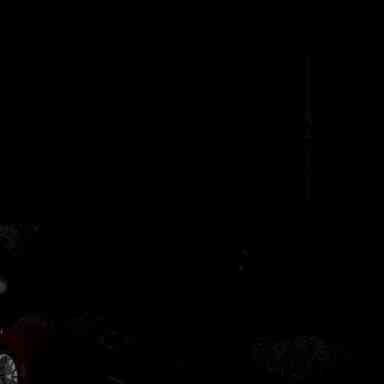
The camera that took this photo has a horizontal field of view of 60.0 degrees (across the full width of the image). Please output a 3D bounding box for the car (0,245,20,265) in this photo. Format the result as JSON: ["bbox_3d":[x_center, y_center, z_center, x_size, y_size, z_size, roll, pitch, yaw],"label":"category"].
[{"bbox_3d":[-4.819,1.584,6.519,4.313,1.339,1.947,0,0,36],"label":"car"}]

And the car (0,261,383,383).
[{"bbox_3d":[-0.323,1.587,3.311,4.206,1.307,1.802,0,0,36],"label":"car"}]
